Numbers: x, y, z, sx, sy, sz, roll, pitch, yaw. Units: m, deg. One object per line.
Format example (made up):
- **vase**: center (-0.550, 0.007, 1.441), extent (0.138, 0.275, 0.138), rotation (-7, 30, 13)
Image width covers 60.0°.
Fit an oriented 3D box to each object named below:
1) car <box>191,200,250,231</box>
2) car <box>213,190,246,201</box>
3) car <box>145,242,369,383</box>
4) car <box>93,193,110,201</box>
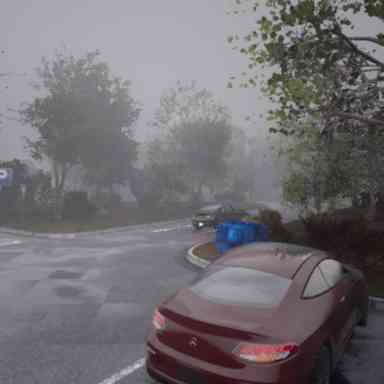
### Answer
- **car**: center (1.887, 1.459, 19.821), extent (1.837, 1.490, 4.892), rotation (-1, 0, 36)
- **car**: center (6.178, 0.694, 55.518), extent (5.566, 2.045, 2.150), rotation (0, 0, 35)
- **car**: center (1.310, 1.478, 4.850), extent (2.002, 1.452, 4.674), rotation (2, 1, 35)
- **car**: center (-15.202, 0.971, 59.585), extent (4.553, 1.767, 2.097), rotation (-1, 0, -29)
